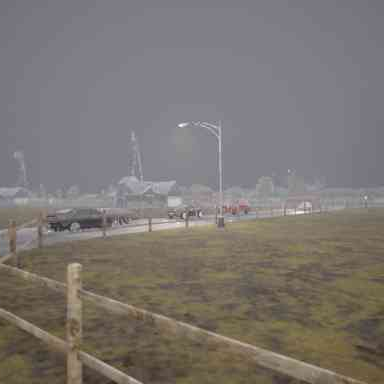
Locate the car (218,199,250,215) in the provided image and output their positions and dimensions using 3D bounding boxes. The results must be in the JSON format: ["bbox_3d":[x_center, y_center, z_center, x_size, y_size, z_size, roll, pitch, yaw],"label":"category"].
[{"bbox_3d":[5.568,1.912,43.383,2.150,2.045,5.566,-2,-2,36],"label":"car"}]

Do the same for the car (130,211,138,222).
[{"bbox_3d":[-6.648,1.884,26.309,2.033,1.411,5.357,-2,-2,36],"label":"car"}]

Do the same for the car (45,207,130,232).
[{"bbox_3d":[-6.499,1.678,20.562,1.837,1.490,4.892,-1,-2,38],"label":"car"}]

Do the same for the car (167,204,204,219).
[{"bbox_3d":[-0.626,2.013,34.723,1.837,1.490,4.892,-2,-2,36],"label":"car"}]

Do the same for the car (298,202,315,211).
[{"bbox_3d":[19.406,2.456,56.360,1.812,1.442,4.674,-2,-2,36],"label":"car"}]
